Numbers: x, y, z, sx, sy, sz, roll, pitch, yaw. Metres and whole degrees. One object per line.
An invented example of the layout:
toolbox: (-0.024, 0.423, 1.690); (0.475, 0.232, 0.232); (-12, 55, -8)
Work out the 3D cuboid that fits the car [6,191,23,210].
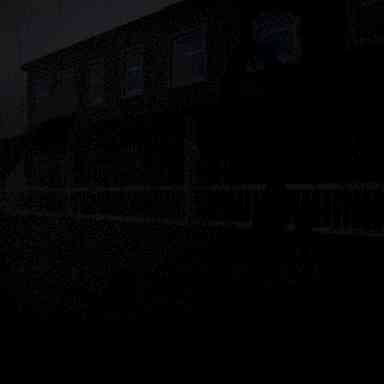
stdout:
car: (-15.236, 0.770, 28.084); (2.097, 1.767, 4.553); (0, 15, 34)
